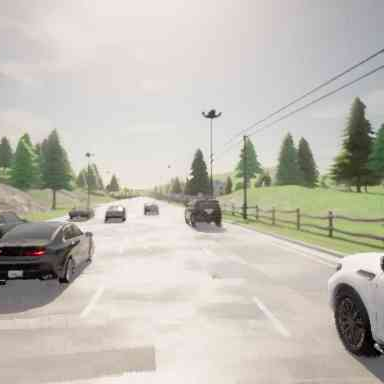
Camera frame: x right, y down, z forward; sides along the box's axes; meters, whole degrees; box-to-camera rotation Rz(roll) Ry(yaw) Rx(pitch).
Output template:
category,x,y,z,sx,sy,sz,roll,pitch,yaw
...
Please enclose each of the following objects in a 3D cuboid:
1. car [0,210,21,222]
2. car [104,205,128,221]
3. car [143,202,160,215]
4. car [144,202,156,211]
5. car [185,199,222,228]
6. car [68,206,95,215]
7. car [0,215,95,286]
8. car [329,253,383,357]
category,x,y,z,sx,sy,sz,roll,pitch,yaw
car,-8.283,1.550,14.084,2.097,1.767,4.553,0,-1,-7
car,-7.152,1.971,31.510,2.033,1.411,5.357,0,-1,-8
car,-5.183,2.051,42.390,2.128,1.511,4.902,0,-1,-8
car,-6.847,2.315,53.967,1.895,1.301,4.718,0,-1,-8
car,0.779,1.555,25.550,2.150,2.045,5.566,0,-1,-8
car,-10.975,2.057,33.487,1.895,1.301,4.718,0,-1,-8
car,-4.209,1.641,9.891,1.837,1.490,4.892,0,-1,-6
car,3.395,1.259,3.056,2.150,2.045,5.566,0,-1,-3
